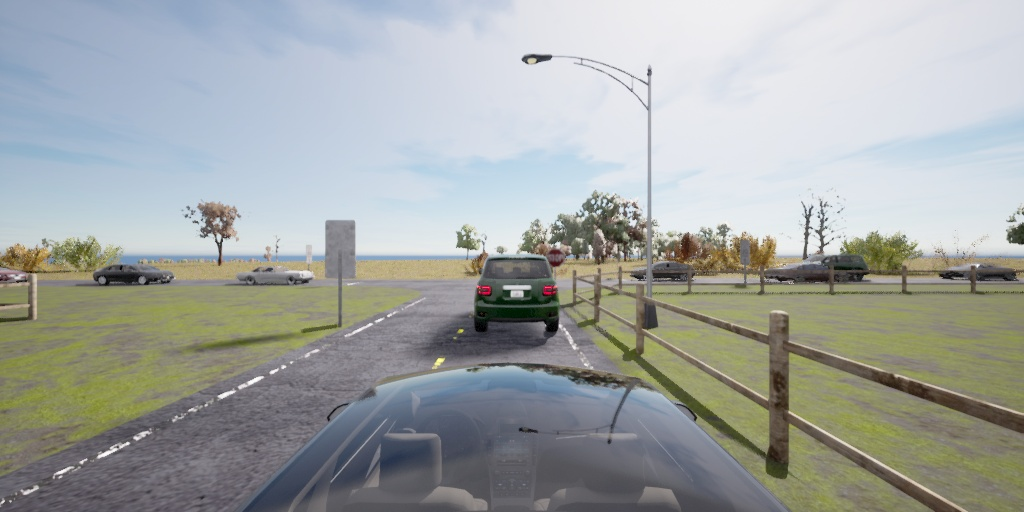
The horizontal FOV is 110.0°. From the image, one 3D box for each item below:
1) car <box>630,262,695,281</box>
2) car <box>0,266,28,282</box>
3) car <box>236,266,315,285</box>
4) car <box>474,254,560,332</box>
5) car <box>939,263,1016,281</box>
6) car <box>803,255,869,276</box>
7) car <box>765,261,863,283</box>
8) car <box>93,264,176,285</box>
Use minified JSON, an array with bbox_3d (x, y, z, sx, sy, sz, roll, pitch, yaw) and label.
[{"bbox_3d":[11.951,1.212,28.717,4.892,1.490,1.837,0,0,1],"label":"car"},{"bbox_3d":[-38.548,1.375,26.303,4.674,1.442,1.812,0,0,1],"label":"car"},{"bbox_3d":[-17.040,1.387,26.064,4.718,1.301,1.895,0,0,1],"label":"car"},{"bbox_3d":[0.123,0.969,10.942,2.150,2.045,5.566,0,0,0],"label":"car"},{"bbox_3d":[36.808,1.229,28.439,4.181,1.385,1.994,0,0,1],"label":"car"},{"bbox_3d":[24.975,0.902,28.582,5.566,2.045,2.150,0,0,0],"label":"car"},{"bbox_3d":[21.301,1.236,25.716,5.357,1.411,2.033,0,0,1],"label":"car"},{"bbox_3d":[-27.503,1.321,26.175,4.892,1.490,1.837,0,0,1],"label":"car"}]
